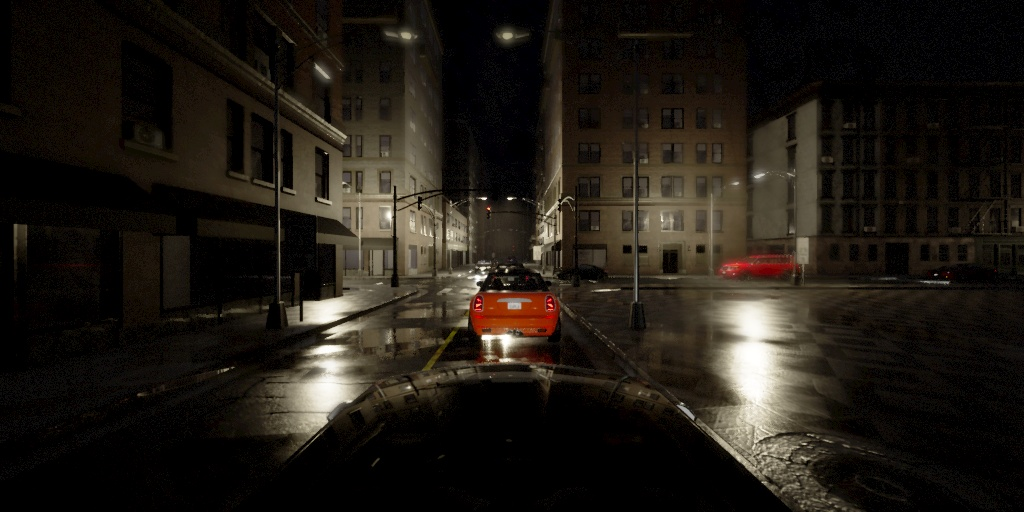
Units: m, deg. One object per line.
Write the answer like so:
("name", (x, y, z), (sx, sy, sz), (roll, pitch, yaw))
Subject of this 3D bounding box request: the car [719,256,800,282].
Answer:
("car", (19.691, 0.977, 28.624), (5.566, 2.045, 2.150), (0, 0, 0))

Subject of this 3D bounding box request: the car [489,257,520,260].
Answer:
("car", (-0.161, 1.101, 18.825), (2.097, 1.767, 4.553), (0, 0, -3))

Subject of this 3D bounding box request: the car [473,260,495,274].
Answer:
("car", (-3.174, 1.239, 41.223), (2.128, 1.511, 4.902), (0, 0, 0))

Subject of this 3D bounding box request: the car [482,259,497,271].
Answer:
("car", (-3.179, 1.252, 51.470), (1.837, 1.490, 4.892), (0, 0, 0))

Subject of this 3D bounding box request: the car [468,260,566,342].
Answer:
("car", (0.058, 1.102, 9.904), (2.097, 1.767, 4.553), (0, 0, 0))

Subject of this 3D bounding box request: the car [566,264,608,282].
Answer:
("car", (5.468, 1.314, 28.501), (4.181, 1.385, 1.994), (0, 0, 0))

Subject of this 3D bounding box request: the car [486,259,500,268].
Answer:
("car", (-3.199, 1.295, 61.742), (2.033, 1.411, 5.357), (0, 0, 0))

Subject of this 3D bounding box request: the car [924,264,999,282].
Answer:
("car", (35.967, 1.319, 28.759), (4.181, 1.385, 1.994), (0, 0, 0))
